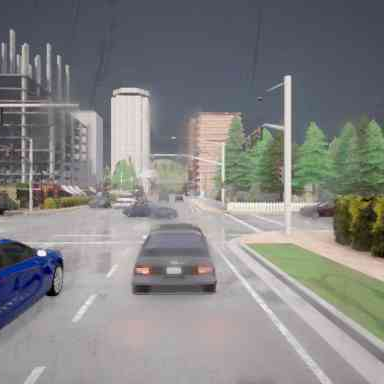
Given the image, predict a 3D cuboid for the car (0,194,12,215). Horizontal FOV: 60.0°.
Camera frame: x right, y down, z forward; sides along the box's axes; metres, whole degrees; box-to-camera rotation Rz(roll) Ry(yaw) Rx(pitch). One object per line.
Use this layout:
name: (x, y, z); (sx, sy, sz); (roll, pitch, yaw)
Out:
car: (-19.849, 1.221, 30.926); (5.566, 2.045, 2.150); (0, 1, -6)

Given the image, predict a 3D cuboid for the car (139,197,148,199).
car: (-9.550, 1.565, 64.462); (1.994, 1.385, 4.181); (0, 0, -2)

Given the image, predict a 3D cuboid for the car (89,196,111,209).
car: (-12.368, 1.351, 44.783); (2.097, 1.767, 4.553); (0, 0, -2)

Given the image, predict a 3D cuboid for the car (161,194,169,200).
car: (-6.774, 1.351, 84.775); (1.812, 1.442, 4.674); (0, 0, -2)

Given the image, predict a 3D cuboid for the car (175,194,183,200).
car: (-2.929, 1.493, 75.694); (1.837, 1.490, 4.892); (0, 0, -2)

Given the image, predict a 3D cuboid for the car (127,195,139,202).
car: (-13.458, 1.531, 76.282); (2.033, 1.411, 5.357); (0, 0, -2)

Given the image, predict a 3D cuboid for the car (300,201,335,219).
car: (11.742, 1.478, 28.231); (5.008, 1.535, 1.882); (0, 0, -1)

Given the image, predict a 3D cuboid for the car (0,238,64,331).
car: (-3.731, 1.478, 5.559); (1.882, 1.535, 5.008); (0, 0, -3)

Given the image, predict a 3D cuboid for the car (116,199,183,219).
car: (-3.586, 1.547, 27.648); (5.357, 1.411, 2.033); (0, 0, 40)

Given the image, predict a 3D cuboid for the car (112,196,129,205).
car: (-12.933, 1.547, 60.686); (2.033, 1.411, 5.357); (0, 0, -2)

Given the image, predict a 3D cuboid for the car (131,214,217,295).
car: (-0.421, 1.547, 8.858); (2.033, 1.411, 5.357); (0, 0, -2)

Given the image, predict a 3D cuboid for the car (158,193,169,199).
car: (-6.414, 1.218, 75.241); (2.150, 2.045, 5.566); (0, 0, -2)

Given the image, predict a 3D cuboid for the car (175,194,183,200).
car: (-3.277, 1.327, 84.907); (1.837, 1.490, 4.892); (0, 0, -2)

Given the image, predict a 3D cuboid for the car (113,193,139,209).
car: (-8.854, 1.221, 44.574); (2.150, 2.045, 5.566); (0, 0, -2)
